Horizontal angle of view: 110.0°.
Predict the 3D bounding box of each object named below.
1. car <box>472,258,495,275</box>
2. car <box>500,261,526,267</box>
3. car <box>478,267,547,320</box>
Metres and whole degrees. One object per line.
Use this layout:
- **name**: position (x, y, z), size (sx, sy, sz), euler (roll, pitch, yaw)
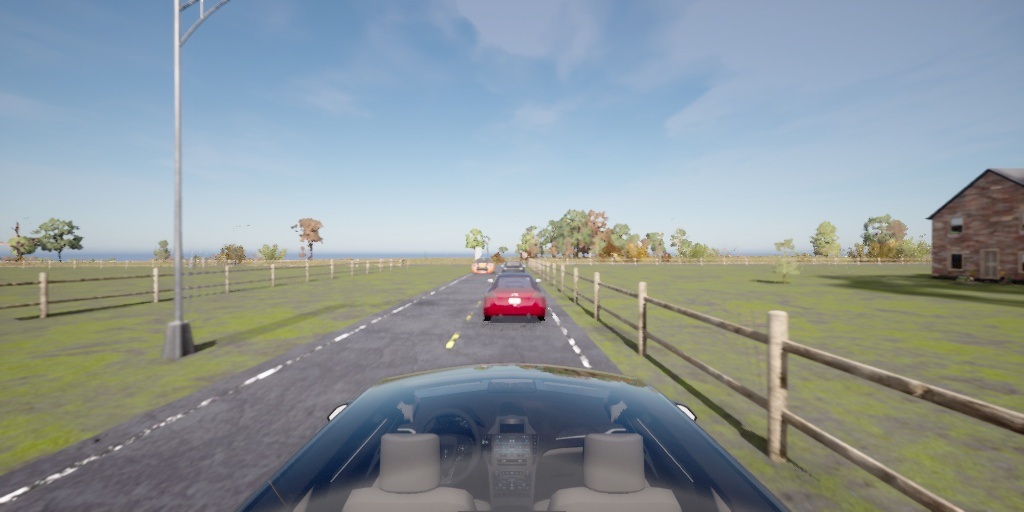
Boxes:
- **car**: position (-2.835, 0.950, 36.439), size (2.097, 1.767, 4.553), euler (0, 0, 0)
- **car**: position (0.094, 1.123, 29.061), size (2.128, 1.511, 4.902), euler (0, 0, 0)
- **car**: position (0.083, 1.269, 12.428), size (1.994, 1.385, 4.181), euler (0, 0, 0)
